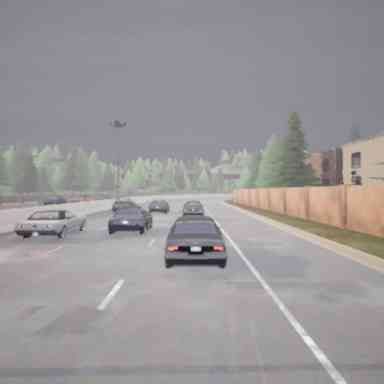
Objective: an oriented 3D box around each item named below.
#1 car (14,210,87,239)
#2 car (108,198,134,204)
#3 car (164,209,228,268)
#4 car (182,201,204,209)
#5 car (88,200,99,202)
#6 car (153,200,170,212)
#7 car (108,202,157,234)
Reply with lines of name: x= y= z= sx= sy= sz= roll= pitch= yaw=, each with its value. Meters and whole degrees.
car: x=-6.900 y=1.555 z=16.894 sx=1.895 sy=1.301 sz=4.718 roll=0 pitch=0 yaw=0
car: x=-6.901 y=1.398 z=34.241 sx=2.128 sy=1.511 sz=4.902 roll=0 pitch=0 yaw=0
car: x=0.100 y=1.517 z=11.132 sx=2.033 sy=1.411 sz=5.357 roll=0 pitch=0 yaw=0
car: x=0.099 y=1.469 z=28.848 sx=2.033 sy=1.411 sz=5.357 roll=0 pitch=0 yaw=0
car: x=-14.063 y=1.365 z=51.582 sx=1.837 sy=1.490 sz=4.892 roll=0 pitch=0 yaw=0
car: x=-3.401 y=1.469 z=34.812 sx=1.994 sy=1.385 sz=4.181 roll=0 pitch=0 yaw=0
car: x=-3.399 y=1.512 z=18.954 sx=1.994 sy=1.385 sz=4.181 roll=0 pitch=0 yaw=0
